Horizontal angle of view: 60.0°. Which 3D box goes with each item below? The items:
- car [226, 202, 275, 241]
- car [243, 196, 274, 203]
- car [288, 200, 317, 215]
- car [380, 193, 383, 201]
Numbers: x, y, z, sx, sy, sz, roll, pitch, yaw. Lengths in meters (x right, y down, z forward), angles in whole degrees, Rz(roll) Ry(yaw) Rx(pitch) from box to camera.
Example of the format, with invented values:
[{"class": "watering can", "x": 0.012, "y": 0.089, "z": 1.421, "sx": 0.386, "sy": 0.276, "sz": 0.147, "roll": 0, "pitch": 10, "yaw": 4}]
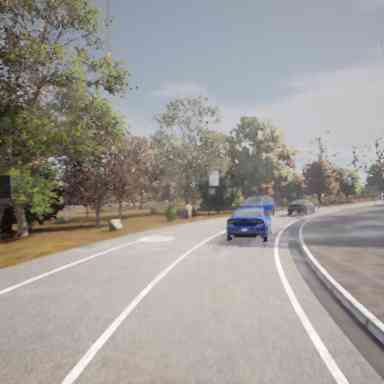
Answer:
[{"class": "car", "x": 3.030, "y": 1.523, "z": 17.042, "sx": 1.882, "sy": 1.535, "sz": 5.008, "roll": -2, "pitch": -1, "yaw": 17}, {"class": "car", "x": 6.434, "y": 1.428, "z": 32.786, "sx": 2.150, "sy": 2.045, "sz": 5.566, "roll": -3, "pitch": -2, "yaw": 32}, {"class": "car", "x": 11.136, "y": 1.539, "z": 33.552, "sx": 1.837, "sy": 1.490, "sz": 4.892, "roll": -4, "pitch": -2, "yaw": 34}, {"class": "car", "x": 36.087, "y": 0.529, "z": 60.408, "sx": 4.553, "sy": 1.767, "sz": 2.097, "roll": -4, "pitch": -2, "yaw": -36}]
